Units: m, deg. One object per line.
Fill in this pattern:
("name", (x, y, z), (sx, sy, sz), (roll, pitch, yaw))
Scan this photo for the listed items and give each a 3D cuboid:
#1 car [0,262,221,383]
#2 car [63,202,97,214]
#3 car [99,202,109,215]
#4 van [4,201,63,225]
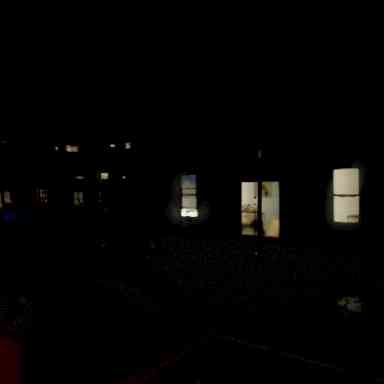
("car", (-1.806, 1.583, 4.157), (4.507, 1.381, 1.887), (-1, 0, 36))
("car", (-13.490, 1.917, 40.502), (1.752, 1.417, 4.829), (0, 0, 35))
("car", (-7.980, 1.716, 38.444), (2.097, 1.767, 4.553), (0, 0, 35))
("van", (-12.892, 1.676, 26.774), (1.690, 1.788, 3.998), (0, 0, 35))
